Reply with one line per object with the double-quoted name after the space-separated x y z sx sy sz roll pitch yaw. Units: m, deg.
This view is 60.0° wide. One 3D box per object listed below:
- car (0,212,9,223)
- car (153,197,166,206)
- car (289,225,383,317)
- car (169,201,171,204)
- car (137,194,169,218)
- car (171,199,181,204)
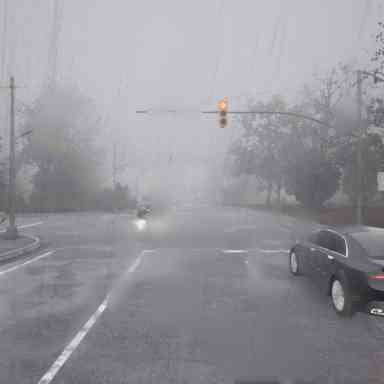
-15.474 1.675 23.045 4.718 1.301 1.895 -1 0 -3 "car"
-6.236 1.795 63.715 2.097 1.767 4.553 0 -1 -10 "car"
3.599 1.505 7.441 1.837 1.490 4.892 0 0 1 "car"
-4.363 1.652 48.877 1.837 1.490 4.892 0 -1 -5 "car"
-3.636 1.223 30.534 2.150 2.045 5.566 0 0 -1 "car"
-4.368 2.432 83.174 1.895 1.301 4.718 0 -1 -22 "car"
